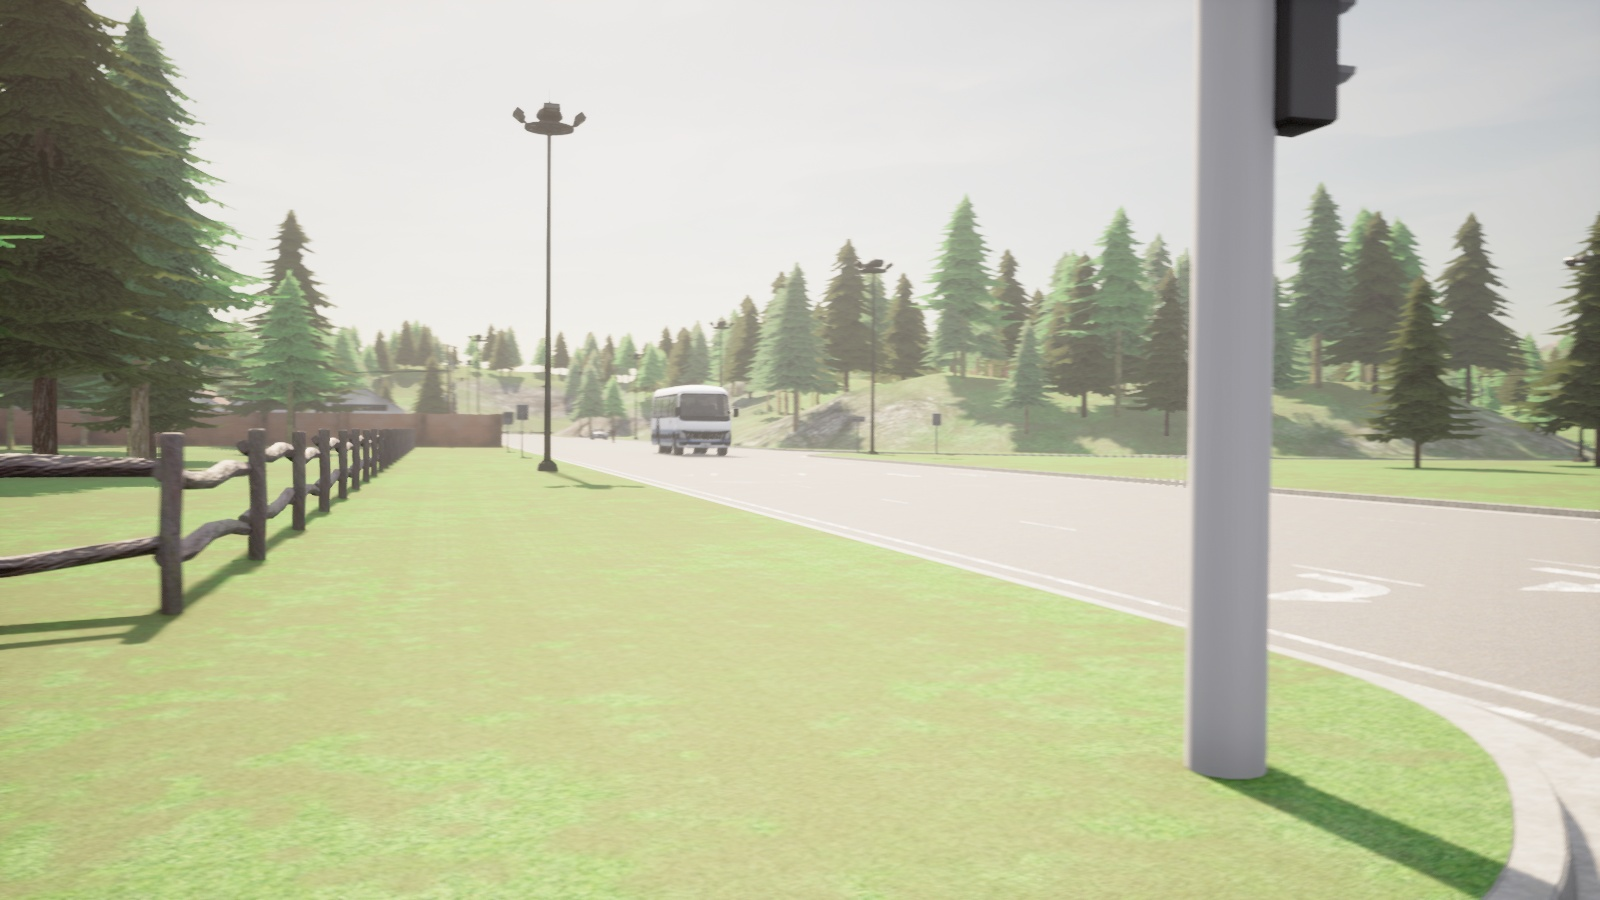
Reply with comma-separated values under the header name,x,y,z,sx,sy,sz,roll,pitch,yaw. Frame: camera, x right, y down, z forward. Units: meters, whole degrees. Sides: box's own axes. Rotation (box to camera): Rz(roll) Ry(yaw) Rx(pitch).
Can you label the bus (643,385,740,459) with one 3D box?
name,x,y,z,sx,sy,sz,roll,pitch,yaw
bus,-6.838,-1.672,77.352,3.944,4.253,10.273,-1,1,-16
